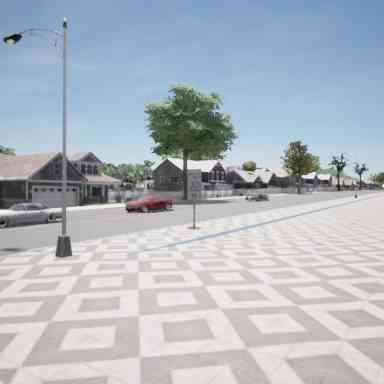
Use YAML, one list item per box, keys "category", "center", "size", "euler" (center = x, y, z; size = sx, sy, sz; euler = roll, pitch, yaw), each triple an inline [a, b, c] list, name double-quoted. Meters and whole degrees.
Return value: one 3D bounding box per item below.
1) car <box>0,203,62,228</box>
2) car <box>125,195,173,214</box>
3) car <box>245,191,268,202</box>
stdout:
- category: "car"
  center: [-10.326, 1.349, 20.243]
  size: [1.895, 1.301, 4.718]
  euler: [0, 1, 35]
- category: "car"
  center: [-3.745, 1.009, 29.601]
  size: [1.882, 1.535, 5.008]
  euler: [0, 2, 35]
- category: "car"
  center: [9.411, 0.608, 48.147]
  size: [2.128, 1.511, 4.902]
  euler: [0, 1, 36]
